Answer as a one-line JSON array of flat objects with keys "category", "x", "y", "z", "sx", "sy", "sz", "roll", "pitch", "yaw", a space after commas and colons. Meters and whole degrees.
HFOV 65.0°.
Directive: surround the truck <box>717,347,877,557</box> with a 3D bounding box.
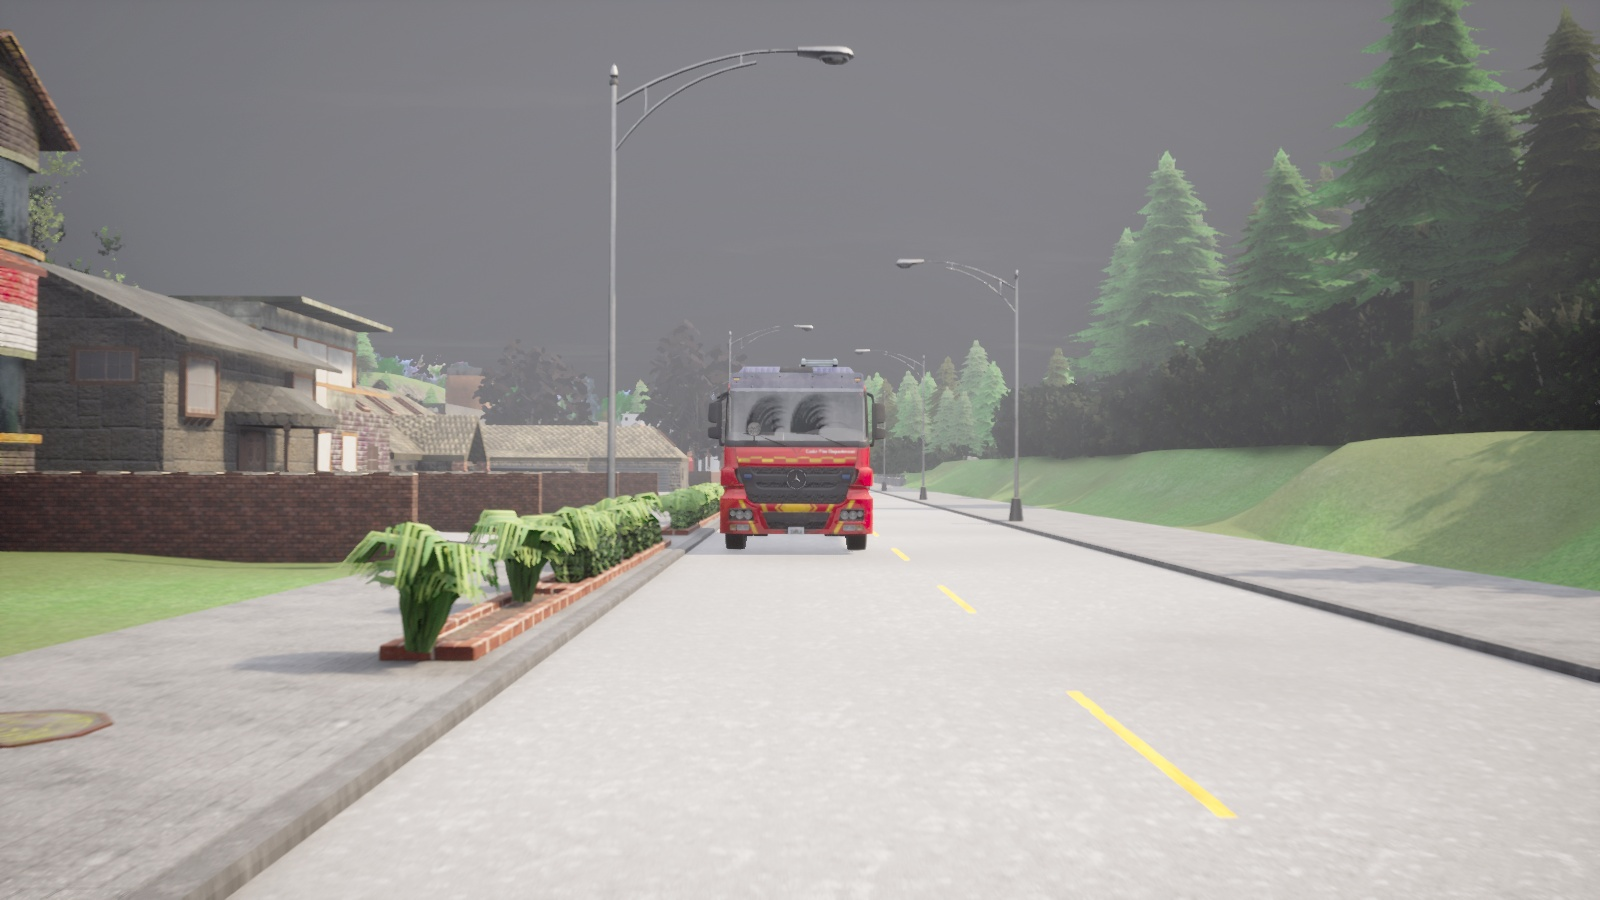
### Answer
[{"category": "truck", "x": -0.071, "y": 0.104, "z": 27.133, "sx": 2.891, "sy": 3.827, "sz": 8.468, "roll": 0, "pitch": -1, "yaw": 0}]
